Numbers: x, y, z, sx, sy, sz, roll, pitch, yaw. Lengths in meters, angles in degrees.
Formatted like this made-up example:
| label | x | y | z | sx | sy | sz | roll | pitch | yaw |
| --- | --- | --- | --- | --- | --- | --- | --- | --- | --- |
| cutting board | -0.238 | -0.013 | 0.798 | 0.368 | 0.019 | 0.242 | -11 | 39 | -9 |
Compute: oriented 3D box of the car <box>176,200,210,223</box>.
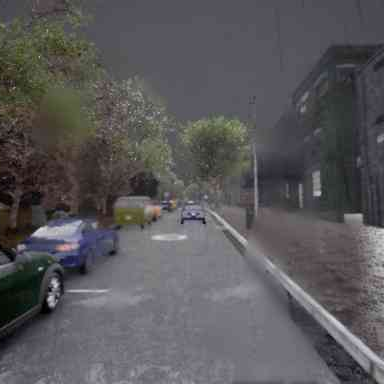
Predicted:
| label | x | y | z | sx | sy | sz | roll | pitch | yaw |
| --- | --- | --- | --- | --- | --- | --- | --- | --- | --- |
| car | 0.089 | 1.571 | 25.358 | 2.033 | 1.411 | 5.357 | 0 | 0 | 0 |

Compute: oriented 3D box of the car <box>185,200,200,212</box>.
| label | x | y | z | sx | sy | sz | roll | pitch | yaw |
| --- | --- | --- | --- | --- | --- | --- | --- | --- | --- |
| car | 0.083 | 1.803 | 42.807 | 1.812 | 1.442 | 4.674 | 0 | -2 | 0 |

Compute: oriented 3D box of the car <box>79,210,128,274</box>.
| label | x | y | z | sx | sy | sz | roll | pitch | yaw |
| --- | --- | --- | --- | --- | --- | --- | --- | --- | --- |
| car | -3.657 | 1.530 | 10.465 | 2.002 | 1.452 | 4.674 | 0 | 0 | 2 |

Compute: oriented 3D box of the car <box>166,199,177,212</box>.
| label | x | y | z | sx | sy | sz | roll | pitch | yaw |
| --- | --- | --- | --- | --- | --- | --- | --- | --- | --- |
| car | -3.653 | 1.817 | 43.883 | 2.163 | 1.488 | 4.792 | 1 | -2 | 2 |

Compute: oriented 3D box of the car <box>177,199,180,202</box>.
| label | x | y | z | sx | sy | sz | roll | pitch | yaw |
| --- | --- | --- | --- | --- | --- | --- | --- | --- | --- |
| car | -3.660 | 2.099 | 54.988 | 2.097 | 1.535 | 5.008 | 1 | -2 | 2 |

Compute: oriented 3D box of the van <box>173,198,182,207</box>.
| label | x | y | z | sx | sy | sz | roll | pitch | yaw |
| --- | --- | --- | --- | --- | --- | --- | --- | --- | --- |
| van | -3.661 | 2.627 | 82.956 | 1.878 | 1.987 | 4.442 | 1 | -1 | 2 |

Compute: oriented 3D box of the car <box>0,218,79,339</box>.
| label | x | y | z | sx | sy | sz | roll | pitch | yaw |
| --- | --- | --- | --- | --- | --- | --- | --- | --- | --- |
| car | -3.656 | 1.359 | 4.866 | 2.185 | 1.767 | 4.553 | 0 | 0 | 2 |

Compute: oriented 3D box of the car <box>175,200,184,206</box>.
| label | x | y | z | sx | sy | sz | roll | pitch | yaw |
| --- | --- | --- | --- | --- | --- | --- | --- | --- | --- |
| car | -3.442 | 3.120 | 94.201 | 2.231 | 1.521 | 4.892 | 0 | -1 | 2 |

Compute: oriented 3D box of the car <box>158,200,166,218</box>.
| label | x | y | z | sx | sy | sz | roll | pitch | yaw |
| --- | --- | --- | --- | --- | --- | --- | --- | --- | --- |
| car | -3.666 | 1.380 | 27.148 | 2.185 | 1.767 | 4.553 | 0 | 0 | 2 |

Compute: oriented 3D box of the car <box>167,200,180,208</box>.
| label | x | y | z | sx | sy | sz | roll | pitch | yaw |
| --- | --- | --- | --- | --- | --- | --- | --- | --- | --- |
| car | -3.674 | 2.441 | 66.151 | 2.163 | 1.488 | 4.792 | 0 | -1 | 2 |

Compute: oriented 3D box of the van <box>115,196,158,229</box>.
| label | x | y | z | sx | sy | sz | roll | pitch | yaw |
| --- | --- | --- | --- | --- | --- | --- | --- | --- | --- |
| van | -3.658 | 1.275 | 21.726 | 1.878 | 1.987 | 4.442 | 0 | 0 | 2 |
